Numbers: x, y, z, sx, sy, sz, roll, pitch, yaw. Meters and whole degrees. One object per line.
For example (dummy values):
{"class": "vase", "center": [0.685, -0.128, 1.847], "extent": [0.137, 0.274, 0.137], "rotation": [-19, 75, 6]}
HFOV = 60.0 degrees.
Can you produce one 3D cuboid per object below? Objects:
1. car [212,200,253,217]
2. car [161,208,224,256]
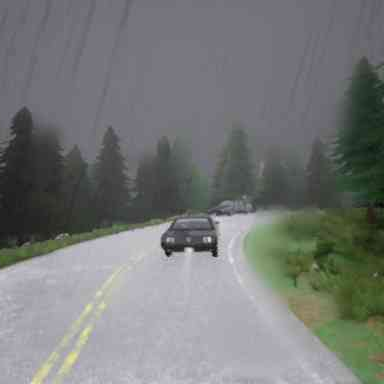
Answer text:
{"class": "car", "center": [3.511, 1.416, 29.670], "extent": [2.033, 1.411, 5.357], "rotation": [-4, -2, 38]}
{"class": "car", "center": [0.133, 1.554, 12.896], "extent": [1.895, 1.301, 4.718], "rotation": [-2, 0, 6]}
